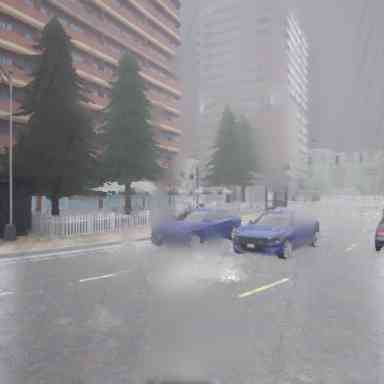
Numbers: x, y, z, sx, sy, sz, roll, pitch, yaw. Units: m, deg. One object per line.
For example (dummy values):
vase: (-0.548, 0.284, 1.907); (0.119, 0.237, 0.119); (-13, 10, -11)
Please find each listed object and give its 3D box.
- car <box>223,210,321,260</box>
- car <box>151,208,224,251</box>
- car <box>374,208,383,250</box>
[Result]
car: (3.417, 1.477, 12.819); (1.882, 1.535, 5.008); (0, 0, 37)
car: (0.368, 1.477, 14.568); (1.882, 1.535, 5.008); (0, 0, 38)
car: (8.651, 1.547, 13.677); (2.033, 1.411, 5.357); (0, 0, 33)
